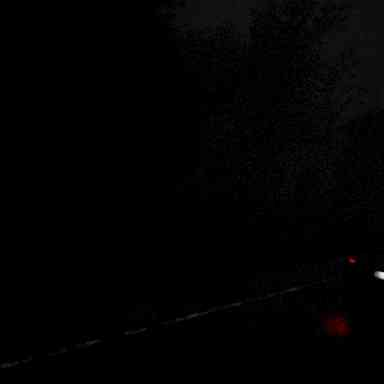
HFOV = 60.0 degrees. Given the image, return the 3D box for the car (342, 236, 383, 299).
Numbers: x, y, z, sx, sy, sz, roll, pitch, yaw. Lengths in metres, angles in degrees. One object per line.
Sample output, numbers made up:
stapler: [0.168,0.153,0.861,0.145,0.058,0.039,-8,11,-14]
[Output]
car: [5.278,1.565,7.510,4.181,1.385,1.994,0,0,-35]
